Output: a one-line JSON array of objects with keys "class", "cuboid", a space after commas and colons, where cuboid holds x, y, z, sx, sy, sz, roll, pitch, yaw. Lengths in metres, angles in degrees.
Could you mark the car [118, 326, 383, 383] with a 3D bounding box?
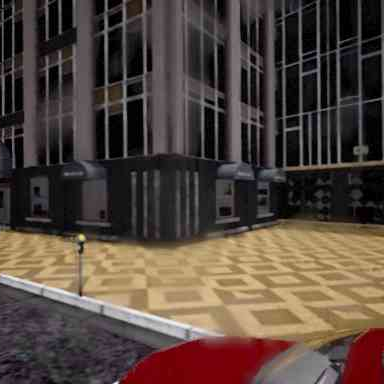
[{"class": "car", "cuboid": [1.259, 1.582, 1.976, 4.206, 1.307, 1.802, -1, 0, 36]}]
